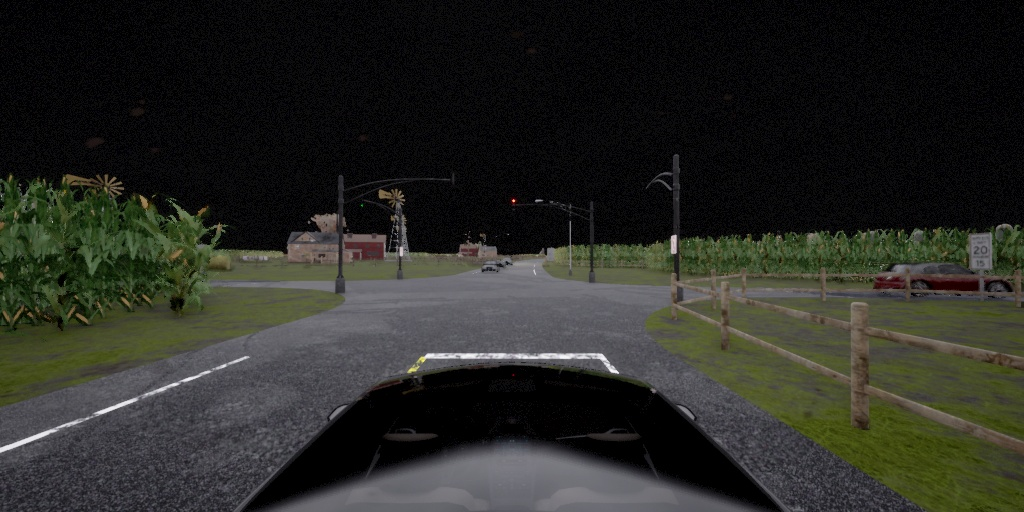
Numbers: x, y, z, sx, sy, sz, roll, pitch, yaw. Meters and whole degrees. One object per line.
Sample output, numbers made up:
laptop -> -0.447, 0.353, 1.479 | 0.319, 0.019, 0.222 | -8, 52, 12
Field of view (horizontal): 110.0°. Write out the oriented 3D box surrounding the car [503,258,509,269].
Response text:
car -> -2.005, 1.339, 54.644 | 1.895, 1.301, 4.718 | 0, 0, 3

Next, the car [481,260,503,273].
car -> -2.571, 1.309, 43.794 | 1.994, 1.385, 4.181 | 0, 0, 3

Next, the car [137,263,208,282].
car -> -24.171, 1.195, 25.400 | 4.902, 1.511, 2.128 | 0, -1, 10

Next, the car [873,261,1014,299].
car -> 21.032, 1.116, 17.636 | 4.553, 1.767, 2.097 | 0, -1, 10
